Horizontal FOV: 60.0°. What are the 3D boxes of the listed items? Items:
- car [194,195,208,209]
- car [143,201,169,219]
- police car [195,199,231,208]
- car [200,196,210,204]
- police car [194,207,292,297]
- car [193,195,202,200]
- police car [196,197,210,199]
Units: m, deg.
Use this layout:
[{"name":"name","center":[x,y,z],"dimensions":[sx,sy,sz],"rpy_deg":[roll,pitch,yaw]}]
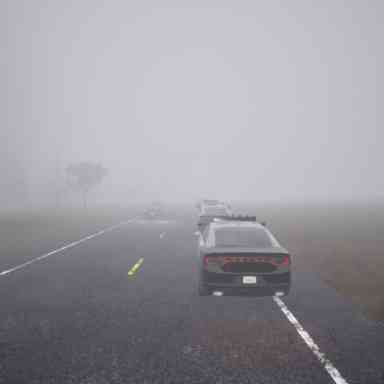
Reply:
[{"name":"car","center":[1.281,1.540,45.496],"dimensions":[2.033,1.411,5.357],"rpy_deg":[0,0,4]},{"name":"car","center":[-3.060,1.525,29.001],"dimensions":[1.812,1.442,4.674],"rpy_deg":[0,0,2]},{"name":"police car","center":[1.270,1.425,18.716],"dimensions":[1.930,1.638,5.238],"rpy_deg":[0,0,1]},{"name":"car","center":[2.564,1.505,65.333],"dimensions":[1.812,1.442,4.674],"rpy_deg":[0,0,5]},{"name":"police car","center":[1.098,1.425,8.751],"dimensions":[1.930,1.638,5.238],"rpy_deg":[0,0,1]},{"name":"car","center":[1.612,1.518,91.751],"dimensions":[1.994,1.385,4.181],"rpy_deg":[0,0,6]},{"name":"police car","center":[1.430,1.425,24.694],"dimensions":[1.930,1.638,5.238],"rpy_deg":[0,0,2]}]
